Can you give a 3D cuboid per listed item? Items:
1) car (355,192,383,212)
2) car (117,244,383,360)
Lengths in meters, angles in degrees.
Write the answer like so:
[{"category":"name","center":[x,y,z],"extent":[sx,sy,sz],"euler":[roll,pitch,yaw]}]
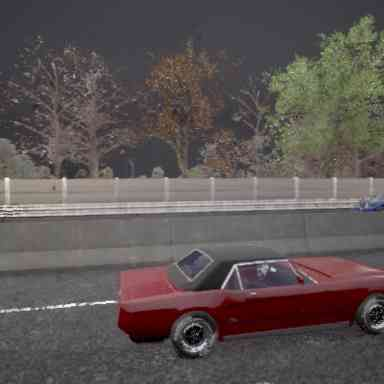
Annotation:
[{"category":"car","center":[16.253,0.987,27.308],"extent":[5.566,2.045,2.150],"euler":[-1,0,-13]},{"category":"car","center":[1.150,1.582,5.606],"extent":[4.718,1.301,1.895],"euler":[-1,0,-13]}]
